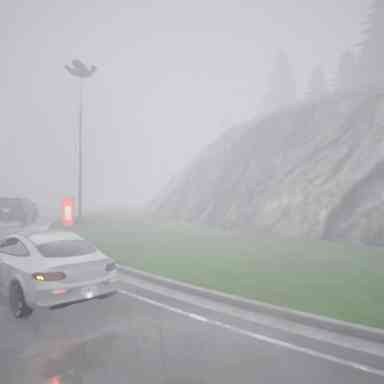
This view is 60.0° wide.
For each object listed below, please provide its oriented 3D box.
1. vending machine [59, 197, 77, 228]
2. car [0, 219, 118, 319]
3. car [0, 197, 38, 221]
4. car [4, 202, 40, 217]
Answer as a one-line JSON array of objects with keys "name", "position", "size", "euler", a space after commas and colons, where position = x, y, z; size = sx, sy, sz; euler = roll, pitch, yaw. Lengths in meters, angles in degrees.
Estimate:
[{"name": "vending machine", "position": [-8.705, 1.391, 23.364], "size": [1.100, 2.100, 0.880], "euler": [0, -1, -19]}, {"name": "car", "position": [-3.444, 1.589, 7.566], "size": [1.812, 1.442, 4.674], "euler": [0, -1, -45]}, {"name": "car", "position": [-13.209, 1.416, 24.991], "size": [2.150, 2.045, 5.566], "euler": [0, 0, -16]}, {"name": "car", "position": [-18.160, 1.805, 35.712], "size": [1.812, 1.442, 4.674], "euler": [0, -1, -5]}]
